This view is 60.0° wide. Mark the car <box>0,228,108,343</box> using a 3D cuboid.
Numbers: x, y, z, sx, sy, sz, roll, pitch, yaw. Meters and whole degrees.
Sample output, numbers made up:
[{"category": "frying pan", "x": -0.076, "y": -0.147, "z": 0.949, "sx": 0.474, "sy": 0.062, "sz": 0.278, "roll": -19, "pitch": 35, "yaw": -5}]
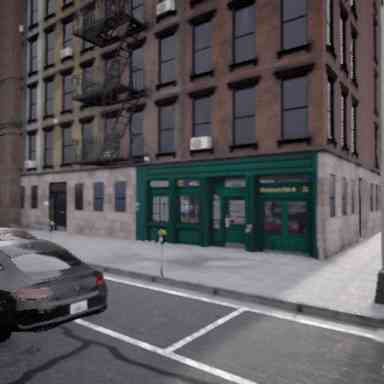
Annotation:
[{"category": "car", "x": -3.626, "y": 1.673, "z": 6.618, "sx": 4.674, "sy": 1.442, "sz": 1.812, "roll": -1, "pitch": -2, "yaw": 37}]
